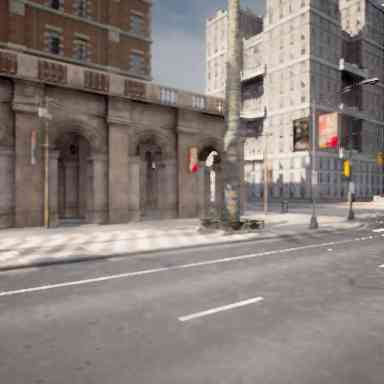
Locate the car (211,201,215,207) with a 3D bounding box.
[{"bbox_3d":[1.680,1.587,51.586,1.812,1.442,4.674,0,0,-36],"label":"car"}]
